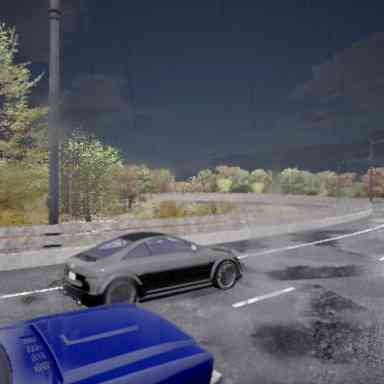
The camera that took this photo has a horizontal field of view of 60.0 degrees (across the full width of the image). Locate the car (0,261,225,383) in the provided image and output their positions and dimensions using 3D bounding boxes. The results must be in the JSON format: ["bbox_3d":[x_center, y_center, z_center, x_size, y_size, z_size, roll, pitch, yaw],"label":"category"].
[{"bbox_3d":[-2.049,1.622,2.434,4.718,1.301,1.895,0,-1,-35],"label":"car"}]

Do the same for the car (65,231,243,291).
[{"bbox_3d":[-0.768,1.628,7.788,4.181,1.385,1.994,0,-1,-37],"label":"car"}]
